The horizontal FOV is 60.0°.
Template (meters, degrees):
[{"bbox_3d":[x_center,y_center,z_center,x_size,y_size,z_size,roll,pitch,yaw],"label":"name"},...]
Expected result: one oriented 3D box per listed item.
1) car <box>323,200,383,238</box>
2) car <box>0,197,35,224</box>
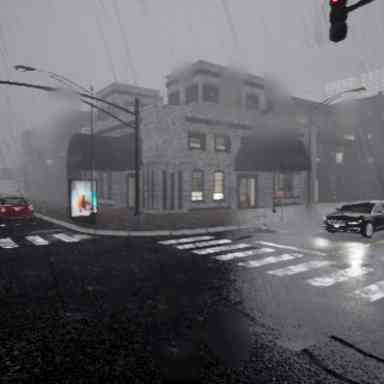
[{"bbox_3d":[8.014,1.143,15.421,4.892,1.490,1.837,-1,2,-37],"label":"car"},{"bbox_3d":[-11.291,1.005,20.940,1.967,1.590,4.097,-2,2,-36],"label":"car"}]
